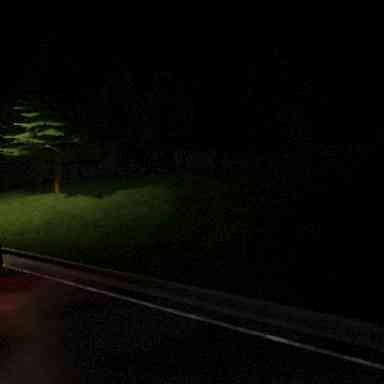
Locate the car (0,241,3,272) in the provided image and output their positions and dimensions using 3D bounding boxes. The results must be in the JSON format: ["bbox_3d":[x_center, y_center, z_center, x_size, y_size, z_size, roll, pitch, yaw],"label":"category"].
[{"bbox_3d":[-7.293,1.367,9.317,4.553,1.767,2.097,0,0,36],"label":"car"}]
